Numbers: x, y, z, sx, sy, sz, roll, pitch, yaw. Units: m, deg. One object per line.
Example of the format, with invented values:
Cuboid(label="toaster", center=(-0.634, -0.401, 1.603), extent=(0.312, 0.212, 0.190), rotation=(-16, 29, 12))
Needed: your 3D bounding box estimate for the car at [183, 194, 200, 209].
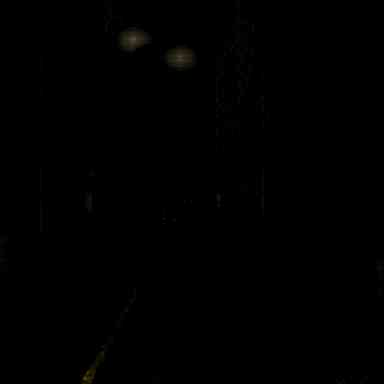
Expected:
Cuboid(label="car", center=(-0.049, 1.334, 48.435), extent=(2.150, 2.045, 5.566), rotation=(0, 0, 0))

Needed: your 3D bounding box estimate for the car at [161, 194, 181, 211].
Cuboid(label="car", center=(-2.640, 1.320, 42.557), extent=(2.150, 2.045, 5.566), rotation=(0, 0, 0))

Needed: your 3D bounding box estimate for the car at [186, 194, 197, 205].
Cuboid(label="car", center=(-0.077, 1.367, 64.477), extent=(2.150, 2.045, 5.566), rotation=(0, 0, 0))
